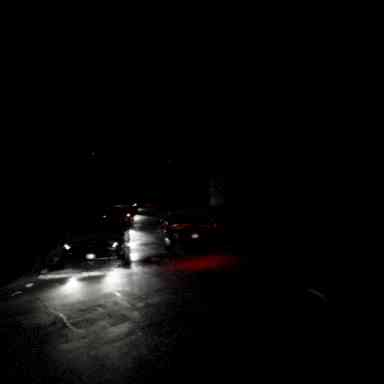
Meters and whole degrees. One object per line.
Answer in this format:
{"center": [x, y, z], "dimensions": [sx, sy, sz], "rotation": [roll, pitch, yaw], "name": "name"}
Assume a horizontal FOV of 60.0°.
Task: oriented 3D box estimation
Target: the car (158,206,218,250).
{"center": [-0.303, 1.323, 13.659], "dimensions": [1.882, 1.535, 5.008], "rotation": [-1, 0, -9], "name": "car"}

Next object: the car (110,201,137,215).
{"center": [-4.908, 1.514, 22.347], "dimensions": [1.895, 1.301, 4.718], "rotation": [-2, 0, -8], "name": "car"}

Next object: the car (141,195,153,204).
{"center": [-7.956, 1.368, 58.534], "dimensions": [1.837, 1.490, 4.892], "rotation": [-2, 0, -12], "name": "car"}

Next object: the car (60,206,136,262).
{"center": [-3.326, 1.482, 12.358], "dimensions": [2.033, 1.411, 5.357], "rotation": [-2, 0, -8], "name": "car"}

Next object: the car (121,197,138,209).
{"center": [-8.231, 1.435, 44.122], "dimensions": [2.033, 1.411, 5.357], "rotation": [-2, 0, -10], "name": "car"}

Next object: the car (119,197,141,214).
{"center": [-6.343, 1.244, 32.334], "dimensions": [2.097, 1.767, 4.553], "rotation": [-2, 0, -9], "name": "car"}
